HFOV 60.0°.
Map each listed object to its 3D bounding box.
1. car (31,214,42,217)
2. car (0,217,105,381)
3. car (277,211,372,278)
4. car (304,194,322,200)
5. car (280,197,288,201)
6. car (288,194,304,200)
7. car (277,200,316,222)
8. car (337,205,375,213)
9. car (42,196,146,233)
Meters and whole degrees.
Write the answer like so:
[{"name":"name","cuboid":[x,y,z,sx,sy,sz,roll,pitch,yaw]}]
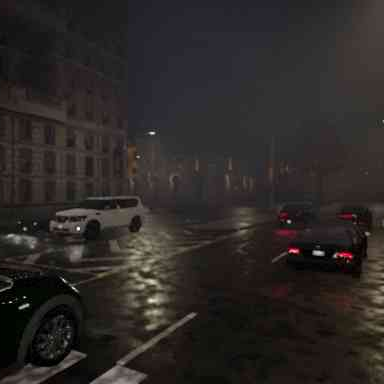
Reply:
[{"name":"car","cuboid":[-7.584,1.582,19.975,2.033,1.411,5.357,0,0,29]},{"name":"car","cuboid":[-3.253,1.356,3.430,2.097,1.767,4.553,0,0,24]},{"name":"car","cuboid":[4.390,1.574,10.430,2.033,1.411,5.357,0,0,30]},{"name":"car","cuboid":[28.497,1.730,78.053,2.033,1.411,5.357,0,0,29]},{"name":"car","cuboid":[23.190,1.789,82.407,1.895,1.301,4.718,0,0,29]},{"name":"car","cuboid":[25.412,1.416,79.706,2.150,2.045,5.566,0,0,29]},{"name":"car","cuboid":[7.081,1.558,22.384,1.837,1.490,4.892,0,0,29]},{"name":"car","cuboid":[10.222,1.558,20.823,1.837,1.490,4.892,0,0,29]},{"name":"car","cuboid":[-4.769,1.254,17.829,2.150,2.045,5.566,0,0,29]}]
